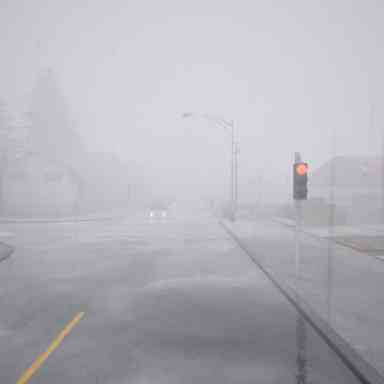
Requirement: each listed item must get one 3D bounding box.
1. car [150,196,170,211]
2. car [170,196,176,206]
[{"bbox_3d":[-4.103,1.505,41.655,1.837,1.490,4.892,0,0,0],"label":"car"},{"bbox_3d":[-4.096,1.525,53.771,1.812,1.442,4.674,0,0,0],"label":"car"}]
